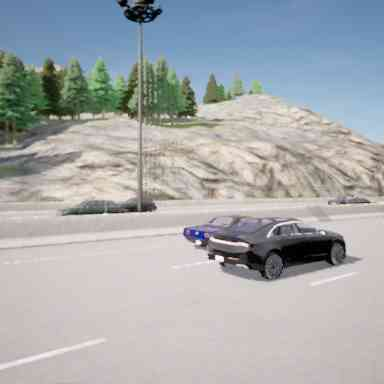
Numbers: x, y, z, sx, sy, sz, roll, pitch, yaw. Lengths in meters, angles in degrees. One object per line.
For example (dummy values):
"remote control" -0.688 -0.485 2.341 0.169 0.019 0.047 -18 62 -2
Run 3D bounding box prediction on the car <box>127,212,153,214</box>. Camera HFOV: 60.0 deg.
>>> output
"car" -5.906 1.364 34.171 4.553 1.767 2.097 0 0 -35

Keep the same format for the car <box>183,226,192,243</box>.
"car" 2.057 1.609 13.812 4.718 1.301 1.895 0 0 -36

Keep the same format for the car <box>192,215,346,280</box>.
"car" 2.684 1.498 9.962 4.902 1.511 2.128 0 0 -35

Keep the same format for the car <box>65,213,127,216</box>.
"car" -7.523 1.358 24.420 4.553 1.767 2.097 0 0 -35
